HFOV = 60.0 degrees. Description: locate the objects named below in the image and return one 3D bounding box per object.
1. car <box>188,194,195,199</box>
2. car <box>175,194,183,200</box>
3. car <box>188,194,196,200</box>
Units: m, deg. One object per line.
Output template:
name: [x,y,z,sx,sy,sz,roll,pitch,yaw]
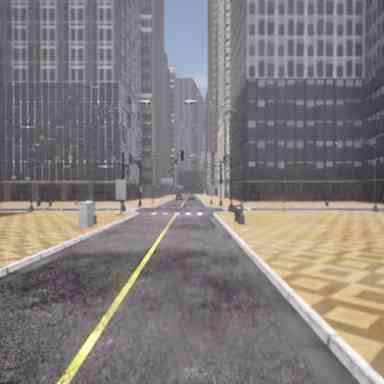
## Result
car: [-0.054,1.204,93.022,1.812,1.442,4.674,0,0,0]
car: [-3.046,1.223,79.259,1.837,1.490,4.892,0,0,0]
car: [-0.048,1.256,81.771,2.033,1.411,5.357,0,0,0]
